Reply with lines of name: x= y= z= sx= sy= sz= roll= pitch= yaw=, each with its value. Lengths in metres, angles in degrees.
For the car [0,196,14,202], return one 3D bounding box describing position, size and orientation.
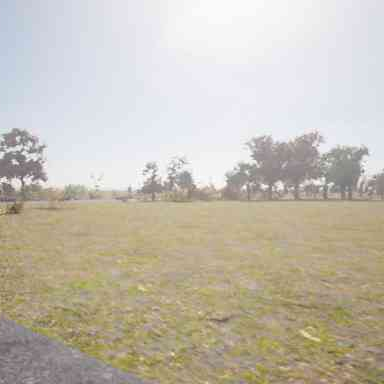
car: x=-42.939 y=1.640 z=75.617 sx=1.812 sy=1.442 sz=4.674 roll=0 pitch=0 yaw=34
